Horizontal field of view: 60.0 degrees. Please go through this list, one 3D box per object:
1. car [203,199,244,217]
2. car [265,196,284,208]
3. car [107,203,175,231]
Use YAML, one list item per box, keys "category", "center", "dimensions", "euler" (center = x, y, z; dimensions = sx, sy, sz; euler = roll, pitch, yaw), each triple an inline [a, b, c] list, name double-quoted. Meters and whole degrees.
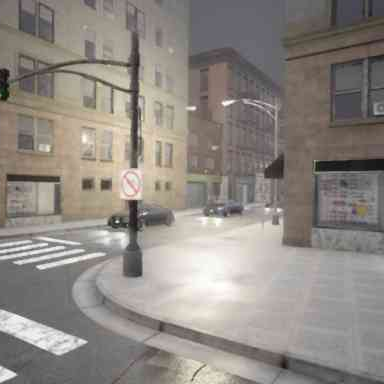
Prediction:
- category: "car"
  center: [2.656, 1.261, 27.362]
  dimensions: [1.994, 1.385, 4.181]
  euler: [1, 1, 35]
- category: "car"
  center: [9.914, 1.121, 38.296]
  dimensions: [1.994, 1.385, 4.181]
  euler: [1, 1, 34]
- category: "car"
  center: [-2.823, 1.364, 19.118]
  dimensions: [1.994, 1.385, 4.181]
  euler: [1, 1, 33]
